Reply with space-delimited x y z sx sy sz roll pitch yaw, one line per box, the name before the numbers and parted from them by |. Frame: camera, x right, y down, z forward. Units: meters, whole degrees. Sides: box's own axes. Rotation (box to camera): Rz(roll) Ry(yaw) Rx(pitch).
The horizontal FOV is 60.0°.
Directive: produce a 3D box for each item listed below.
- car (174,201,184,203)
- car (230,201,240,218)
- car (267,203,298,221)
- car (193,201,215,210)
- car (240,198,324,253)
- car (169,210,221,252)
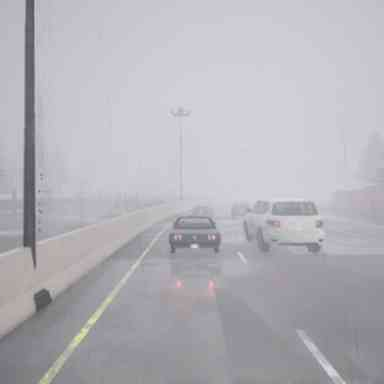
car | -1.788 1.479 50.692 2.097 1.767 4.553 0 0 19
car | 4.532 1.569 30.685 2.128 1.511 4.902 0 0 7
car | 7.824 1.674 29.150 1.895 1.301 4.718 0 0 6
car | 1.129 1.606 31.718 1.812 1.442 4.674 0 0 8
car | 3.598 1.257 13.934 2.150 2.045 5.566 0 0 0
car | 0.098 1.636 13.999 1.895 1.301 4.718 0 0 0
